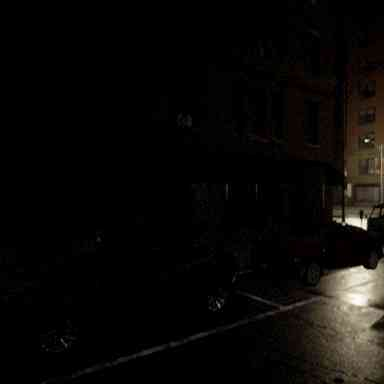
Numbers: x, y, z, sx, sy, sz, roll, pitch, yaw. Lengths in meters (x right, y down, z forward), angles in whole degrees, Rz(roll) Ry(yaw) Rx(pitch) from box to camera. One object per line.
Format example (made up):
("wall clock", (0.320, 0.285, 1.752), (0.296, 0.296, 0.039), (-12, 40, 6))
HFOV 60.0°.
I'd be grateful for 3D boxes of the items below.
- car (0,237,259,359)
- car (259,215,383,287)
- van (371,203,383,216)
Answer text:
("car", (-1.071, 1.556, 5.987), (4.313, 1.339, 1.947), (0, 0, -35))
("car", (3.550, 1.510, 9.254), (4.507, 1.381, 1.887), (0, 0, -35))
("van", (8.172, 1.281, 12.520), (3.998, 1.788, 1.690), (0, 0, -35))
